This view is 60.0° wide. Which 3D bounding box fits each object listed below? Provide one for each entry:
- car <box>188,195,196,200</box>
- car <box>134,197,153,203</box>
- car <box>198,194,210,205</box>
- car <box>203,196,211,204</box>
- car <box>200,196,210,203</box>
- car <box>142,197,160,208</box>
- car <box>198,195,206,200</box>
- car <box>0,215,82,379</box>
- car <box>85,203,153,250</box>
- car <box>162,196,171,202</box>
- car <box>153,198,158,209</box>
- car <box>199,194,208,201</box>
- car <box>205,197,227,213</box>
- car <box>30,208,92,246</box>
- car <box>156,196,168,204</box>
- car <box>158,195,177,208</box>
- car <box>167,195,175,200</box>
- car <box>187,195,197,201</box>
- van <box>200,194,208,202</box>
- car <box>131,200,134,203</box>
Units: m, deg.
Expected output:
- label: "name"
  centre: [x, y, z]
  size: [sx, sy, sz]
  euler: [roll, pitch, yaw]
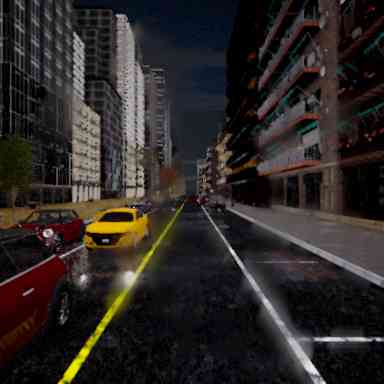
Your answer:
- label: "car"
  centre: [0.017, 1.343, 87.903]
  size: [1.895, 1.301, 4.718]
  euler: [0, 0, 0]
- label: "car"
  centre: [-5.684, 1.496, 35.283]
  size: [2.008, 1.369, 4.403]
  euler: [0, 0, 0]
- label: "car"
  centre: [2.399, 1.275, 56.050]
  size: [2.097, 1.767, 4.553]
  euler: [0, 0, 0]
- label: "car"
  centre: [2.698, 1.489, 40.814]
  size: [2.008, 1.369, 4.403]
  euler: [0, 0, 0]
- label: "car"
  centre: [2.703, 1.496, 68.477]
  size: [1.802, 1.307, 4.206]
  euler: [0, 0, 0]
- label: "car"
  centre: [-5.682, 1.482, 46.347]
  size: [2.008, 1.369, 4.403]
  euler: [0, 0, 0]
- label: "car"
  centre: [2.707, 1.455, 90.607]
  size: [2.008, 1.369, 4.403]
  euler: [0, 0, 0]
- label: "car"
  centre: [-3.092, 1.344, 3.734]
  size: [2.097, 1.767, 4.553]
  euler: [0, 0, 0]
- label: "car"
  centre: [-3.049, 1.452, 14.322]
  size: [1.882, 1.535, 5.008]
  euler: [0, 0, 1]
- label: "car"
  centre: [-5.676, 1.493, 74.011]
  size: [1.802, 1.307, 4.206]
  euler: [0, 0, 0]
- label: "car"
  centre: [-5.683, 1.378, 40.816]
  size: [1.967, 1.590, 4.097]
  euler: [0, 0, 0]
- label: "car"
  centre: [2.705, 1.349, 79.541]
  size: [1.967, 1.590, 4.097]
  euler: [0, 0, 0]
- label: "car"
  centre: [2.697, 1.496, 35.281]
  size: [2.008, 1.369, 4.403]
  euler: [0, 0, 0]
- label: "car"
  centre: [-5.688, 1.417, 13.151]
  size: [1.967, 1.590, 4.097]
  euler: [0, 0, 0]
- label: "car"
  centre: [-5.678, 1.442, 62.775]
  size: [1.752, 1.417, 4.829]
  euler: [0, 0, 0]
- label: "car"
  centre: [-3.070, 1.498, 45.212]
  size: [1.994, 1.385, 4.181]
  euler: [0, 0, 0]
- label: "car"
  centre: [-5.673, 1.430, 90.439]
  size: [1.752, 1.417, 4.829]
  euler: [0, 0, 0]
- label: "car"
  centre: [0.015, 1.297, 74.349]
  size: [1.882, 1.535, 5.008]
  euler: [0, 0, 0]
- label: "van"
  centre: [2.704, 1.252, 74.009]
  size: [1.690, 1.788, 3.998]
  euler: [0, 0, 0]
- label: "car"
  centre: [-5.686, 1.485, 24.047]
  size: [1.752, 1.417, 4.829]
  euler: [0, 0, 0]
